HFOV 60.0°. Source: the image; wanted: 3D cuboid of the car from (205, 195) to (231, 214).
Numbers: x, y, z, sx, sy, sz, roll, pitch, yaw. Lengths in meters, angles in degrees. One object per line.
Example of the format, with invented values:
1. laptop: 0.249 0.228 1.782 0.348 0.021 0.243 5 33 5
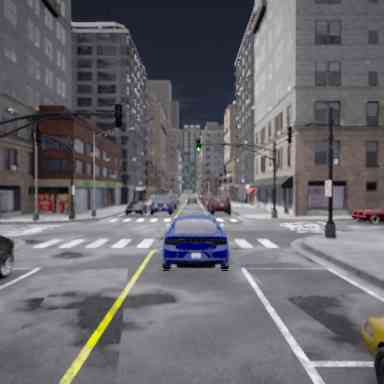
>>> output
1. car: 2.870 1.365 34.248 2.192 1.841 5.009 -1 0 0

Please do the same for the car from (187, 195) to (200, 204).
1. car: 0.045 1.582 63.684 2.128 1.511 4.902 0 0 0

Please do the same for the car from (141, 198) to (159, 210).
1. car: -5.645 1.593 45.256 1.752 1.417 4.829 -1 0 0

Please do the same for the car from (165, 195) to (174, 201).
1. car: -5.617 1.551 84.527 1.967 1.590 4.097 -1 0 0

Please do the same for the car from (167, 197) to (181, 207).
1. car: -2.996 1.629 55.421 2.033 1.411 5.357 0 0 1

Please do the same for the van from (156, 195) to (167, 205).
1. van: -5.635 1.430 62.184 1.690 1.788 3.998 -1 0 0

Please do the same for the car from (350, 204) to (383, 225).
1. car: 13.375 1.467 22.483 4.718 1.301 1.895 -1 1 -1

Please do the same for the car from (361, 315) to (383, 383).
1. car: 2.849 1.527 2.050 1.752 1.417 4.829 -1 0 0

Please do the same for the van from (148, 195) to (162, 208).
1. van: -5.643 1.417 51.012 1.690 1.788 3.998 -1 0 0

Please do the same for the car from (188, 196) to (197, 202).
1. car: 0.053 1.570 74.136 1.895 1.301 4.718 0 0 0

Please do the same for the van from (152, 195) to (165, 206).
1. van: -5.639 1.424 56.599 1.690 1.788 3.998 -1 0 0

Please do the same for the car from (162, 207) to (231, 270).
1. car: 0.108 1.490 11.039 1.882 1.535 5.008 0 0 0

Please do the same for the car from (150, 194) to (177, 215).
1. car: -3.071 1.274 35.106 2.150 2.045 5.566 0 0 0

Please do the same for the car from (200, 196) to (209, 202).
1. car: 2.916 1.671 78.935 1.947 1.339 4.313 -1 0 0

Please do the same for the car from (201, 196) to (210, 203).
1. car: 2.911 1.666 73.349 1.947 1.339 4.313 -1 0 0

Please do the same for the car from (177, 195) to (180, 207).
1. car: -3.056 1.419 45.060 2.097 1.767 4.553 0 0 0

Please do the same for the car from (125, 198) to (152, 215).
1. car: -5.653 1.617 34.255 1.947 1.339 4.313 -1 0 0

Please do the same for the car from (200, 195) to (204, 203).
1. car: 2.892 1.397 56.592 2.192 1.841 5.009 -1 0 0

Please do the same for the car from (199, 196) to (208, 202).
1. car: 2.922 1.661 84.521 2.008 1.369 4.403 -1 0 0

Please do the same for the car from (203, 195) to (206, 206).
1. car: 2.876 1.374 39.835 2.192 1.841 5.009 -1 0 0

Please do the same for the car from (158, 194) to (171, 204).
1. car: -5.631 1.410 67.770 2.192 1.841 5.009 -1 0 0

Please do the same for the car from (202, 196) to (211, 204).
1. car: 2.905 1.620 67.934 1.752 1.417 4.829 -1 0 0

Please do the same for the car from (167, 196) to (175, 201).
1. car: -5.611 1.698 90.113 1.802 1.307 4.206 -1 0 0

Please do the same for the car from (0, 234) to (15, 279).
1. car: -5.672 1.574 7.381 1.947 1.339 4.313 -1 0 0
